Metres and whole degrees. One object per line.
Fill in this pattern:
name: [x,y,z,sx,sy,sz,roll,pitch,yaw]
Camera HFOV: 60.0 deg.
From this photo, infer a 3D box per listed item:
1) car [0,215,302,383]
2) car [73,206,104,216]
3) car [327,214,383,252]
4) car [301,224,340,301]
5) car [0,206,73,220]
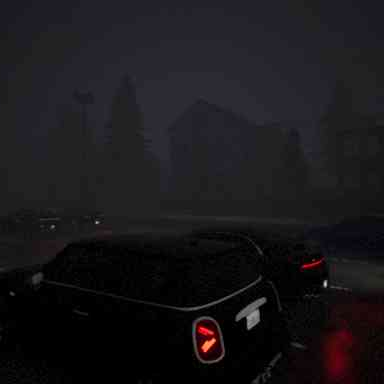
car: [-1.078,1.392,4.760,4.553,1.767,2.097,-1,0,35]
car: [-8.029,1.725,22.614,4.892,1.490,1.837,-1,-1,35]
car: [6.335,1.547,12.370,4.674,1.442,1.812,-1,0,36]
car: [0.615,1.549,7.853,4.892,1.490,1.837,-1,0,35]
car: [-9.494,1.703,19.360,4.902,1.511,2.128,-1,0,35]
